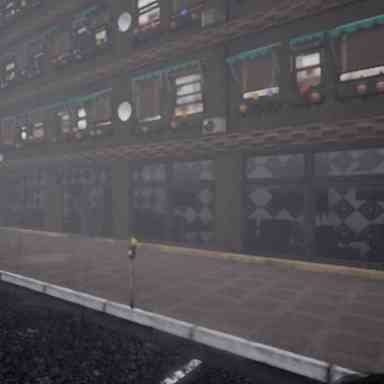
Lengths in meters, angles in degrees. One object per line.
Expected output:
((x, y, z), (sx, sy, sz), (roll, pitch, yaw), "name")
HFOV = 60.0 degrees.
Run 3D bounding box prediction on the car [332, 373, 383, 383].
((2.441, 1.567, 1.139), (4.313, 1.339, 1.947), (0, 0, 36), "car")
